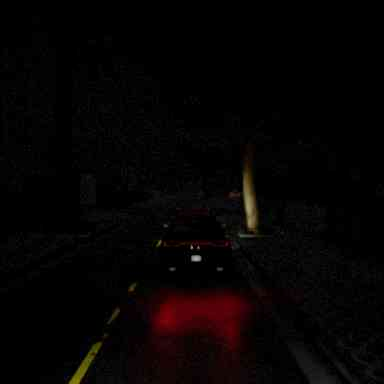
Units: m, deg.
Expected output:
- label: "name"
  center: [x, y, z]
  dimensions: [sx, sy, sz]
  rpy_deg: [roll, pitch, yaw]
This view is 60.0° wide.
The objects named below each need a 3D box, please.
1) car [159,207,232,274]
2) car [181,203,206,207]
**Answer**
- label: "car"
  center: [0.091, 1.438, 10.390]
  dimensions: [1.882, 1.535, 5.008]
  rpy_deg: [0, 0, 0]
- label: "car"
  center: [0.085, 1.388, 20.184]
  dimensions: [1.882, 1.535, 5.008]
  rpy_deg: [0, 0, 0]
